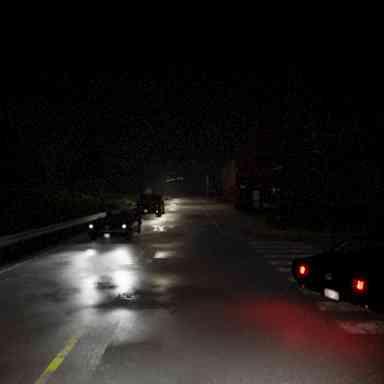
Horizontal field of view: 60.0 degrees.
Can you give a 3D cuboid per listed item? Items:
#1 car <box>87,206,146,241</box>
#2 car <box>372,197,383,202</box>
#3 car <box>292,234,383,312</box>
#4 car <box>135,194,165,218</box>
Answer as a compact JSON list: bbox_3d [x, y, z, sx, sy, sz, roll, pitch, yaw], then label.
[{"bbox_3d":[-3.698,1.580,16.658,1.895,1.301,4.718,0,0,0],"label":"car"},{"bbox_3d":[27.193,1.448,47.016,1.816,1.474,4.193,0,0,-1],"label":"car"},{"bbox_3d":[4.517,1.592,7.187,4.718,1.301,1.895,0,0,-29],"label":"car"},{"bbox_3d":[-3.734,1.185,29.948,2.150,2.045,5.566,0,0,1],"label":"car"}]
